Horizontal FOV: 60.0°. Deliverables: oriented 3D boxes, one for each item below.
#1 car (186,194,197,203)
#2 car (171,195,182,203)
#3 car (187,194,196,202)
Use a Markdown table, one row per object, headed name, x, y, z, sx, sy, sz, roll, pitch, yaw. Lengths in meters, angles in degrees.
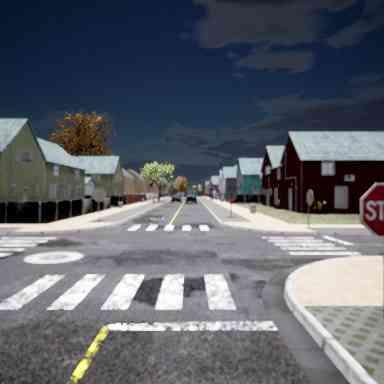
| name | x | y | z | sx | sy | sz | roll | pitch | yaw |
| --- | --- | --- | --- | --- | --- | --- | --- | --- | --- |
| car | -0.115 | 1.182 | 57.091 | 1.837 | 1.490 | 4.892 | 0 | 0 | 0 |
| car | -2.873 | 1.215 | 61.673 | 2.033 | 1.411 | 5.357 | 0 | 0 | 0 |
| car | -0.135 | 1.185 | 67.511 | 1.812 | 1.442 | 4.674 | 0 | 0 | 0 |
